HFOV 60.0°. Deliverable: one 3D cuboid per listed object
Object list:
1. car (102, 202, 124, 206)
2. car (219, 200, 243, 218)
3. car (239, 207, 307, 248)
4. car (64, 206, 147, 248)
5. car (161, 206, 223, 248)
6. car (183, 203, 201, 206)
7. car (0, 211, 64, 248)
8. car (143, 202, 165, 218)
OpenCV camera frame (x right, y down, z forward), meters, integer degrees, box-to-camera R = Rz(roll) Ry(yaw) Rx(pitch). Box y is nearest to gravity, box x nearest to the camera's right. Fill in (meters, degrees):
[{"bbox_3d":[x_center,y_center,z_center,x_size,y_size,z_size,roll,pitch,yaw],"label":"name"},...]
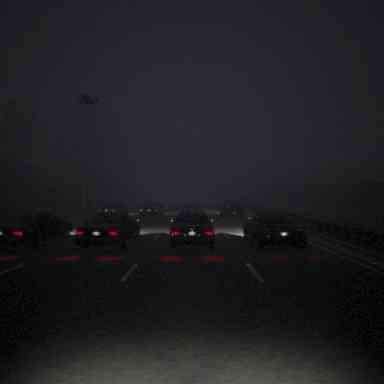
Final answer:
[{"bbox_3d":[-7.000,1.563,29.650,2.033,1.411,5.357,0,0,0],"label":"car"},{"bbox_3d":[3.500,1.495,29.650,2.128,1.511,4.902,0,0,0],"label":"car"},{"bbox_3d":[3.500,1.572,14.650,1.994,1.385,4.181,0,0,0],"label":"car"},{"bbox_3d":[-3.500,1.563,14.650,2.033,1.411,5.357,0,0,0],"label":"car"},{"bbox_3d":[0.000,1.563,14.650,2.033,1.411,5.357,0,0,0],"label":"car"},{"bbox_3d":[0.000,1.616,29.680,1.895,1.301,4.718,0,0,0],"label":"car"},{"bbox_3d":[-7.000,1.563,14.650,2.033,1.411,5.357,0,0,0],"label":"car"},{"bbox_3d":[-3.500,1.563,29.650,2.033,1.411,5.357,0,0,0],"label":"car"}]
